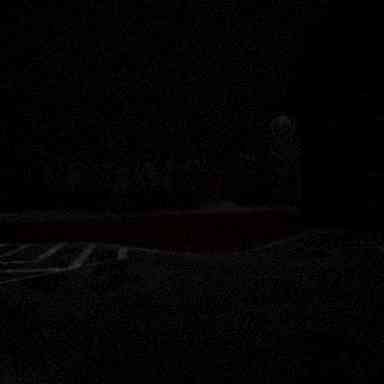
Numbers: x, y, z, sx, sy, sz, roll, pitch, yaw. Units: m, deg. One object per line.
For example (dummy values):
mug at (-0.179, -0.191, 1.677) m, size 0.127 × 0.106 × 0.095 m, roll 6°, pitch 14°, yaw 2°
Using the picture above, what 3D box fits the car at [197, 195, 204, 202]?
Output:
car at (1.432, 1.938, 90.773) m, size 1.932 × 1.855 × 4.605 m, roll -1°, pitch 0°, yaw 35°
